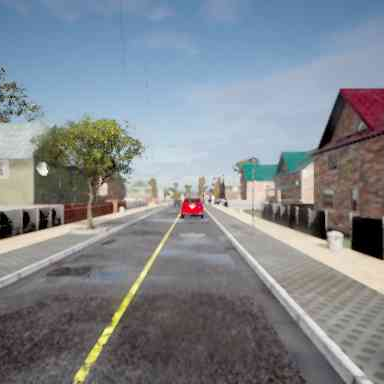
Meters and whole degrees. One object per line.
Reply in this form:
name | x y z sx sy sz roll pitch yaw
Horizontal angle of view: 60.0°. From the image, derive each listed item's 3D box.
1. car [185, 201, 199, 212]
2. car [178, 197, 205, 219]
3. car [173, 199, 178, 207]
car | 0.054 1.943 46.449 1.812 1.442 4.674 0 -1 1
car | 0.058 1.487 32.572 2.150 2.045 5.566 0 0 1
car | -2.730 2.253 66.823 1.837 1.490 4.892 0 -1 0
